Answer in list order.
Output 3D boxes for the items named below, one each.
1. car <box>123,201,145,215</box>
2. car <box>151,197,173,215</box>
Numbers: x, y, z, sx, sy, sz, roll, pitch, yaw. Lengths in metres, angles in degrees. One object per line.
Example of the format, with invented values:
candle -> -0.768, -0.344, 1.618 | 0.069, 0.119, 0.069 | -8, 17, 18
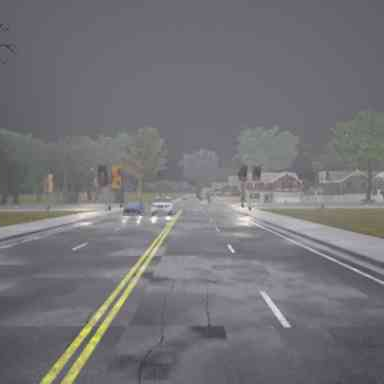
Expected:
car -> -6.575, 1.793, 38.156 | 1.882, 1.535, 5.008 | 0, -1, 0
car -> -3.328, 1.536, 37.787 | 2.150, 2.045, 5.566 | 0, -1, 0
